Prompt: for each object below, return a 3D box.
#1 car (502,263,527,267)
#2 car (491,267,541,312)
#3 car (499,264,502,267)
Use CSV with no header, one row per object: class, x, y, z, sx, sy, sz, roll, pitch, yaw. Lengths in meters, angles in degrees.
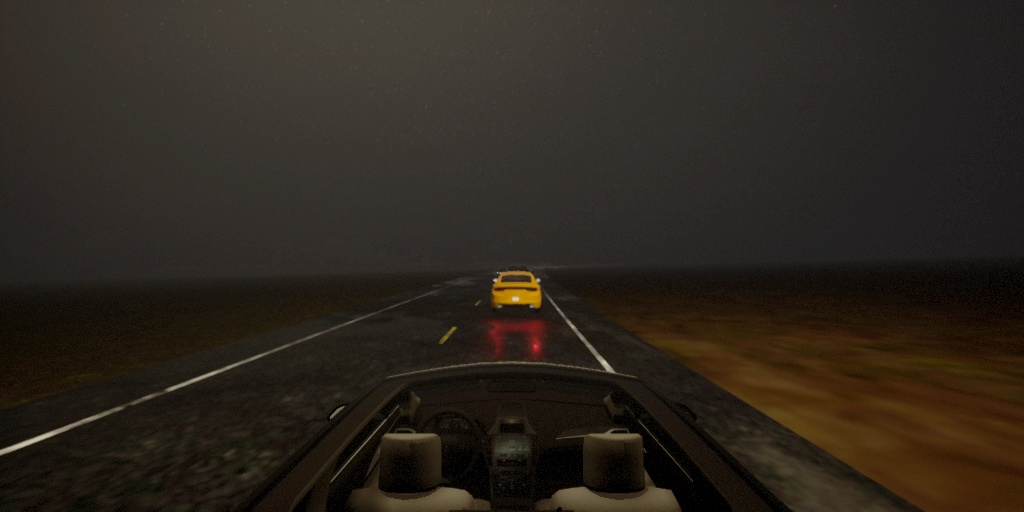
car,0.557,1.453,28.988,2.097,1.767,4.553,0,-1,2
car,0.202,1.404,15.274,1.882,1.535,5.008,0,0,2
car,-1.294,2.053,61.208,2.033,1.411,5.357,0,-1,5
